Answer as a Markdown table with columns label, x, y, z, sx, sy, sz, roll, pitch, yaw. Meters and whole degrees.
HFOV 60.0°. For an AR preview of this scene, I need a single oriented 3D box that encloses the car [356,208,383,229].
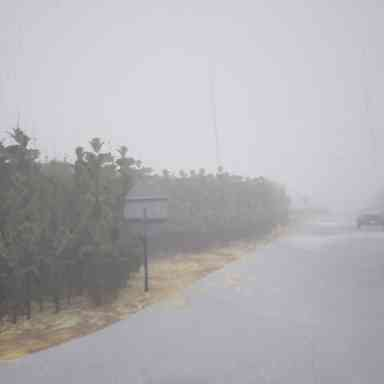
| label | x | y | z | sx | sy | sz | roll | pitch | yaw |
| --- | --- | --- | --- | --- | --- | --- | --- | --- | --- |
| car | 13.274 | 1.893 | 24.680 | 1.812 | 1.442 | 4.674 | -2 | -1 | 26 |
